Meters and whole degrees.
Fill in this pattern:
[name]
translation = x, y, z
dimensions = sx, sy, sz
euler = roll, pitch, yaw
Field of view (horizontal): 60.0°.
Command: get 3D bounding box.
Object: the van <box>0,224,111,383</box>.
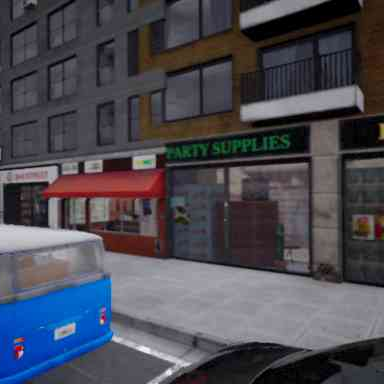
[van]
translation = -2.977, 1.396, 4.932
dimensions = 3.998, 1.788, 1.690
euler = -1, 0, 35

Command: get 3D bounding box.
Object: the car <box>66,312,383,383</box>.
[car]
translation = 1.511, 1.562, 1.732
dimensions = 4.313, 1.339, 1.947
euler = -1, 0, 35
